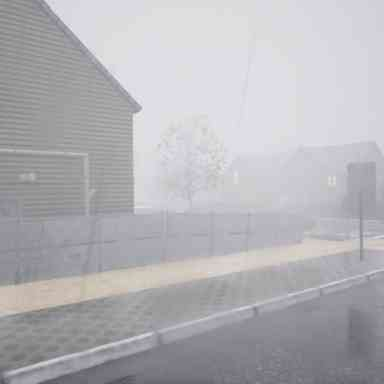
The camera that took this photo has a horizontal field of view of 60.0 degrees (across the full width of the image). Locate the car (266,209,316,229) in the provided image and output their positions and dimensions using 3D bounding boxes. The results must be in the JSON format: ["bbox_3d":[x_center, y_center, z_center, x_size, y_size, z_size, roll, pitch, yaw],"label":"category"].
[{"bbox_3d":[6.452,1.907,23.249,1.994,1.385,4.181,-1,-1,-36],"label":"car"}]

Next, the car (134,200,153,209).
[{"bbox_3d":[-6.906,2.108,42.044,2.150,2.045,5.566,-1,0,-35],"label":"car"}]

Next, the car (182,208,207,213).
[{"bbox_3d":[0.651,2.182,31.407,1.895,1.301,4.718,-1,-1,-35],"label":"car"}]
